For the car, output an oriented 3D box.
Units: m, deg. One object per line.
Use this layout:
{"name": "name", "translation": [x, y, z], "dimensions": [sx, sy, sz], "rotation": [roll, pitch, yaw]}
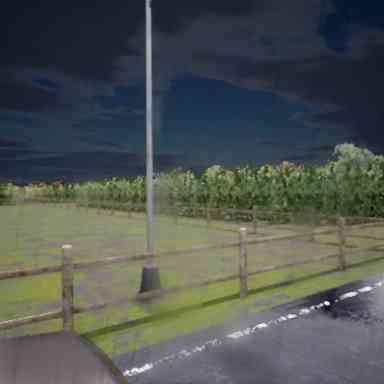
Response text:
{"name": "car", "translation": [-2.709, 1.561, 1.119], "dimensions": [5.357, 1.411, 2.033], "rotation": [-1, 0, -36]}
